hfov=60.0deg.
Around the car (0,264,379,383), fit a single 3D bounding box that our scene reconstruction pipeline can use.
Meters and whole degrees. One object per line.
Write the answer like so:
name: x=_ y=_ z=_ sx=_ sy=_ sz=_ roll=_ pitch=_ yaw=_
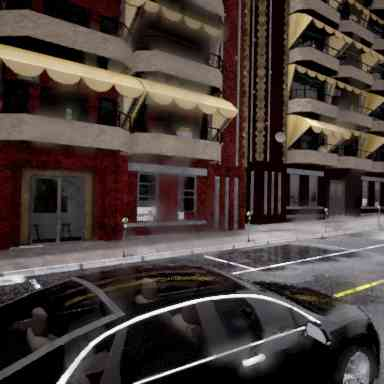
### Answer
car: x=-0.063 y=1.508 z=3.235 sx=4.892 sy=1.490 sz=1.837 roll=-1 pitch=0 yaw=-36
